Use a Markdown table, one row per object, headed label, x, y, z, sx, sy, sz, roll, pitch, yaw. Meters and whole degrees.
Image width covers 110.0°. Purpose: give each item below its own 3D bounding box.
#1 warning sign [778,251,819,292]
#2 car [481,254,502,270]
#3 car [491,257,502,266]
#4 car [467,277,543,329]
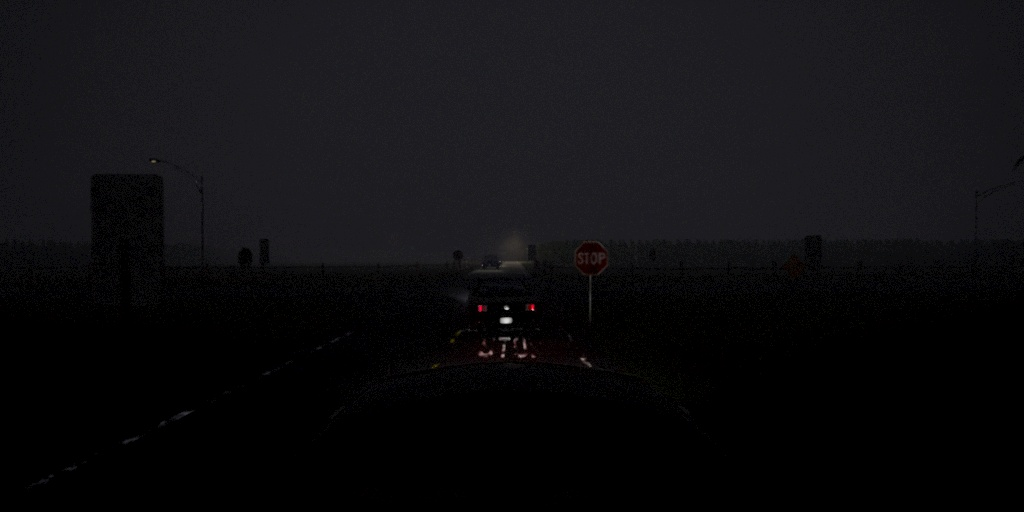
| label | x | y | z | sx | sy | sz | roll | pitch | yaw |
| --- | --- | --- | --- | --- | --- | --- | --- | --- | --- |
| warning sign | 14.060 | 0.814 | 17.842 | 1.060 | 1.860 | 1.300 | 0 | 0 | -6 |
| car | -2.844 | 0.759 | 48.408 | 2.150 | 2.045 | 5.566 | 0 | 0 | 0 |
| car | -2.790 | 0.955 | 64.694 | 1.837 | 1.490 | 4.892 | 0 | 1 | 0 |
| car | -0.437 | 1.311 | 11.139 | 1.895 | 1.301 | 4.718 | 0 | 0 | -8 |
